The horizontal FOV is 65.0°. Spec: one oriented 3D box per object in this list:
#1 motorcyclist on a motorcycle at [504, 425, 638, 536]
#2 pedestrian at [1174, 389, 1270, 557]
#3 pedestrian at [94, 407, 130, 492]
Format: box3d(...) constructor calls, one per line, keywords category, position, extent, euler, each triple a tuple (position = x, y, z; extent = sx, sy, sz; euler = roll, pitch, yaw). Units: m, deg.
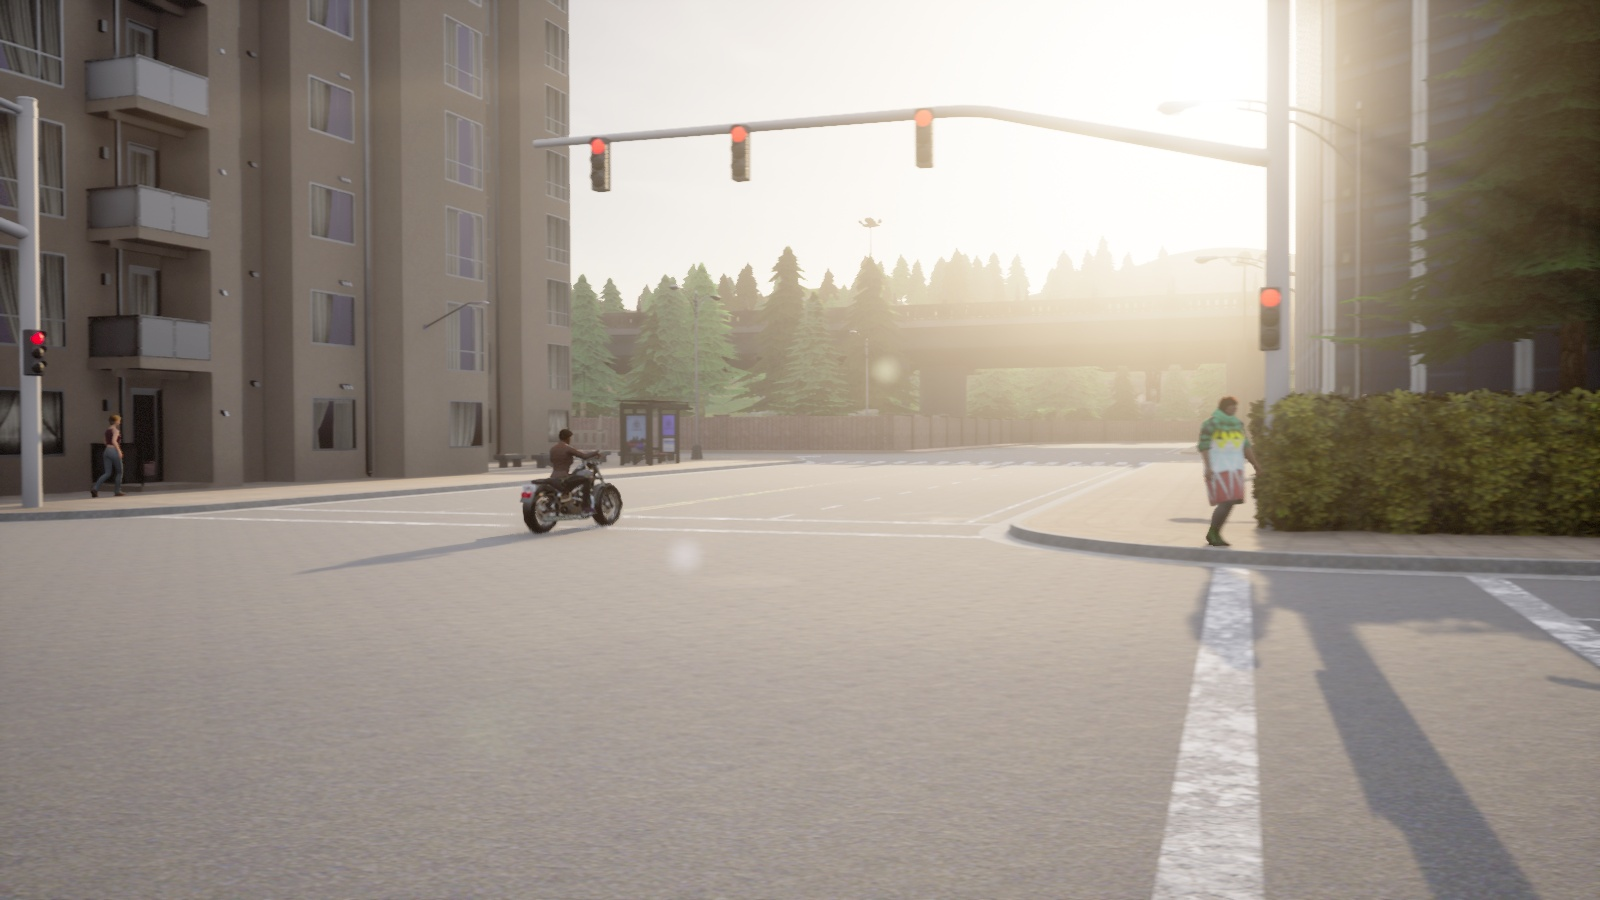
box3d(category="motorcyclist on a motorcycle", position=(-3.577, 0.445, 19.880), extent=(0.766, 1.649, 2.350), euler=(0, 1, 29))
box3d(category="pedestrian", position=(5.085, 0.261, 15.156), extent=(0.659, 1.952, 0.873), euler=(0, 1, -28))
box3d(category="pedestrian", position=(-15.080, -0.013, 27.536), extent=(0.345, 1.836, 0.594), euler=(1, 1, 26))
